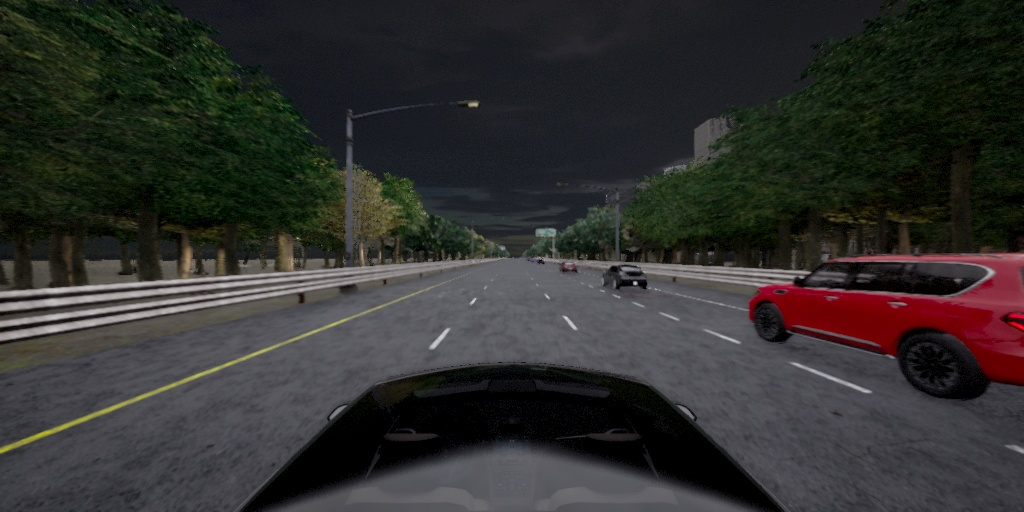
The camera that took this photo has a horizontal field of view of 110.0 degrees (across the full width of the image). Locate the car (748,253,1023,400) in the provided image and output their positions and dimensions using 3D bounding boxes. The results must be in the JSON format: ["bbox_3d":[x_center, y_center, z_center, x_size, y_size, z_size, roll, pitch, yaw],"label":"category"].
[{"bbox_3d":[7.002,0.981,6.616,2.150,2.045,5.566,0,0,0],"label":"car"}]

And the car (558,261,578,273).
[{"bbox_3d":[7.110,1.388,45.769,1.812,1.442,4.674,0,0,0],"label":"car"}]

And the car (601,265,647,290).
[{"bbox_3d":[7.027,1.308,22.842,1.837,1.490,4.892,0,0,0],"label":"car"}]
